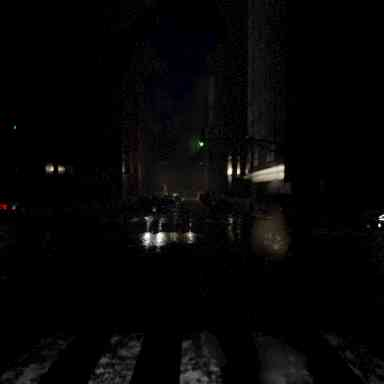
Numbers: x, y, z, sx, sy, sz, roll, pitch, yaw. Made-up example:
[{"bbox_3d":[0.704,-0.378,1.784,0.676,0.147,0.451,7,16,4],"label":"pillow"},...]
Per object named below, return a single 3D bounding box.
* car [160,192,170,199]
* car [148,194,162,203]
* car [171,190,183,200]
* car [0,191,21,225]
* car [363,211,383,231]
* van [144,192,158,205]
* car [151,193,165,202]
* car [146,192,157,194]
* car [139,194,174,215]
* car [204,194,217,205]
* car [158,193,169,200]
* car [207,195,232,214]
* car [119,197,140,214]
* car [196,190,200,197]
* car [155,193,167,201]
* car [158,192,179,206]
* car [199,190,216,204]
[{"bbox_3d":[-6.176,0.771,76.745,1.887,1.381,4.507,0,1,0],"label":"car"},{"bbox_3d":[-5.988,1.068,54.169,1.802,1.307,4.206,0,1,0],"label":"car"},{"bbox_3d":[-3.317,0.858,64.724,2.128,1.511,4.902,0,1,0],"label":"car"},{"bbox_3d":[-12.768,0.944,18.869,5.566,2.045,2.150,1,0,0],"label":"car"},{"bbox_3d":[12.315,1.415,18.994,4.553,1.767,2.097,1,0,0],"label":"car"},{"bbox_3d":[-5.939,0.889,48.523,1.690,1.788,3.998,0,1,0],"label":"van"},{"bbox_3d":[-6.035,0.974,59.813,2.008,1.369,4.403,0,1,0],"label":"car"},{"bbox_3d":[-5.893,1.048,42.880,1.967,1.590,4.097,0,1,0],"label":"car"},{"bbox_3d":[-3.165,1.222,30.729,2.128,1.511,4.902,0,1,1],"label":"car"},{"bbox_3d":[2.679,1.210,37.306,1.887,1.381,4.507,0,1,0],"label":"car"},{"bbox_3d":[-6.129,0.859,71.101,1.947,1.339,4.313,0,1,0],"label":"car"},{"bbox_3d":[2.726,1.289,31.662,1.947,1.339,4.313,0,1,0],"label":"car"},{"bbox_3d":[-5.799,1.306,31.593,1.802,1.307,4.206,0,1,0],"label":"car"},{"bbox_3d":[2.445,0.673,65.521,2.192,1.841,5.009,0,1,0],"label":"car"},{"bbox_3d":[-6.082,0.925,65.457,1.947,1.339,4.313,0,1,0],"label":"car"},{"bbox_3d":[-3.236,1.119,46.281,2.033,1.411,5.357,0,1,0],"label":"car"},{"bbox_3d":[2.586,0.862,48.590,2.192,1.841,5.009,0,1,0],"label":"car"}]
